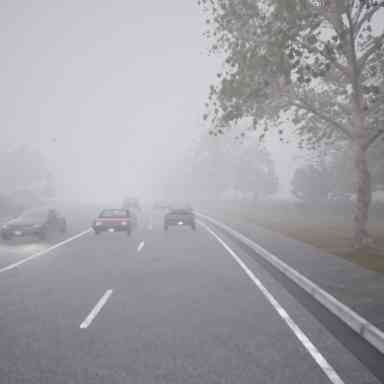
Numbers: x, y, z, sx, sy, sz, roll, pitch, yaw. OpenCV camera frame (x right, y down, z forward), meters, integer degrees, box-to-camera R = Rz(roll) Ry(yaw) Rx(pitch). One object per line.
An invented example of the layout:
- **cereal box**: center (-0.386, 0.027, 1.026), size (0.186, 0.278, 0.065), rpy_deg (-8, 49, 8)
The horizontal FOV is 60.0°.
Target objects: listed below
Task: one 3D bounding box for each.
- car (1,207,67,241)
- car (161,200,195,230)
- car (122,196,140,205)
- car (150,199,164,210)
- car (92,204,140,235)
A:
- **car**: center (-7.701, 1.512, 16.745), size (1.812, 1.442, 4.674), rpy_deg (0, 0, -4)
- **car**: center (-0.857, 1.481, 20.960), size (1.837, 1.490, 4.892), rpy_deg (0, 0, -5)
- **car**: center (-7.491, 1.300, 40.697), size (2.097, 1.767, 4.553), rpy_deg (0, 0, -12)
- **car**: center (-4.158, 1.512, 41.836), size (1.994, 1.385, 4.181), rpy_deg (0, 0, -12)
- **car**: center (-4.142, 1.582, 18.574), size (1.895, 1.301, 4.718), rpy_deg (0, 0, -5)
